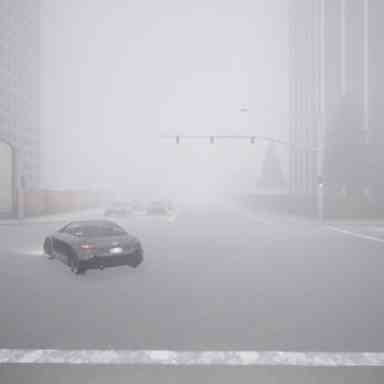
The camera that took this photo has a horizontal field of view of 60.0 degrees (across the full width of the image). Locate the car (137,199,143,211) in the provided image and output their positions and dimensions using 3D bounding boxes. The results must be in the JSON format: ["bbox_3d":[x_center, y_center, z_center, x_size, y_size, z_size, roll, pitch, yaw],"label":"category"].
[{"bbox_3d":[-7.086,1.647,42.100,1.837,1.490,4.892,0,0,0],"label":"car"}]

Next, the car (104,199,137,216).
[{"bbox_3d":[-7.100,1.657,32.658,2.033,1.411,5.357,0,0,0],"label":"car"}]

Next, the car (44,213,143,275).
[{"bbox_3d":[-3.275,1.569,10.692,1.994,1.385,4.181,0,0,-37],"label":"car"}]

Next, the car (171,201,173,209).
[{"bbox_3d":[-3.580,1.628,44.489,1.882,1.535,5.008,0,0,0],"label":"car"}]

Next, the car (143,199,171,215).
[{"bbox_3d":[-3.598,1.623,35.012,1.837,1.490,4.892,0,0,0],"label":"car"}]
